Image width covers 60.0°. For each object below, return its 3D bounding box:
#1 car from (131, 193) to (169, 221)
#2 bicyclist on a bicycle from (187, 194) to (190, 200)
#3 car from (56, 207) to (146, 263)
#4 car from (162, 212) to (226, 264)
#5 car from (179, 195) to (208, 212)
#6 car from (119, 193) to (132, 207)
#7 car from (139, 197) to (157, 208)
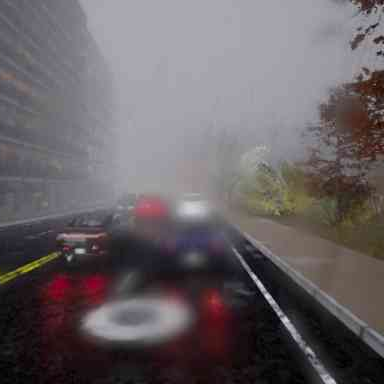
[{"bbox_3d":[-3.144,1.219,27.048,2.150,2.045,5.566,0,0,1],"label":"car"},{"bbox_3d":[-0.923,1.428,89.890,0.866,1.612,1.509,0,0,-4],"label":"bicyclist on a bicycle"},{"bbox_3d":[-3.170,1.485,11.905,2.128,1.511,4.902,0,0,0],"label":"car"},{"bbox_3d":[0.080,1.598,11.747,1.895,1.301,4.718,0,0,0],"label":"car"},{"bbox_3d":[0.107,1.220,27.086,2.150,2.045,5.566,0,0,1],"label":"car"},{"bbox_3d":[-9.898,1.221,52.145,2.150,2.045,5.566,0,0,-1],"label":"car"},{"bbox_3d":[-6.636,1.489,50.384,2.128,1.511,4.902,0,0,-1],"label":"car"}]
